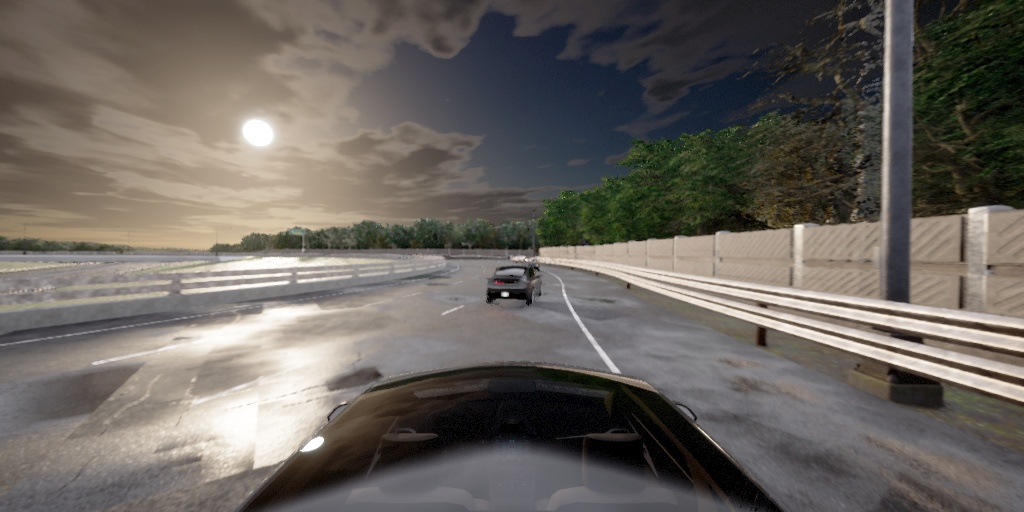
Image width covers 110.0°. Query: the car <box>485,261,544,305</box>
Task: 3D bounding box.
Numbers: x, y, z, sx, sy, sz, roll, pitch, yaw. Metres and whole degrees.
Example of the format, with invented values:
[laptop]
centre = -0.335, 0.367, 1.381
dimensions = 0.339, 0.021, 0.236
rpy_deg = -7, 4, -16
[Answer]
[car]
centre = 0.206, 1.161, 15.586
dimensions = 1.837, 1.490, 4.892
rpy_deg = 1, 0, 11
